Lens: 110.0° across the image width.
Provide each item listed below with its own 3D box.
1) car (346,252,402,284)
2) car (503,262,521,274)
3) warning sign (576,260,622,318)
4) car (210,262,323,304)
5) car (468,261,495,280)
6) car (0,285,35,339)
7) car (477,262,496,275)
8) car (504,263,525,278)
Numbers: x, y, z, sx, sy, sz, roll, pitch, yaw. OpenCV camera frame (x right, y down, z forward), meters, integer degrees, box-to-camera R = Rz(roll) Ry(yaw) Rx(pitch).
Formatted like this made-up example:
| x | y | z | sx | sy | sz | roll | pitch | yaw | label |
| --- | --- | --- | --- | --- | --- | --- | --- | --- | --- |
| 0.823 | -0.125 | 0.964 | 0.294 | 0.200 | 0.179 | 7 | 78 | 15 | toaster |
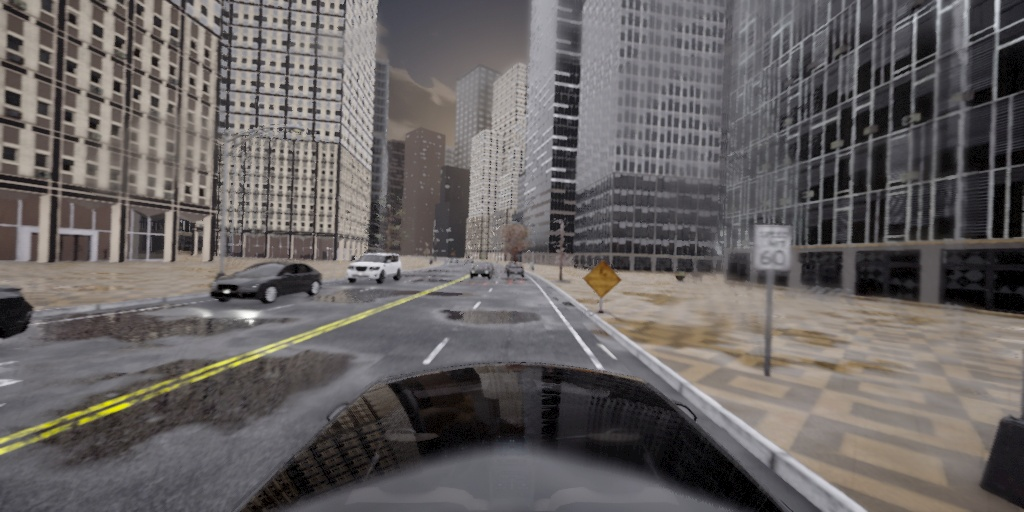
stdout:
| x | y | z | sx | sy | sz | roll | pitch | yaw | label |
| --- | --- | --- | --- | --- | --- | --- | --- | --- | --- |
| -9.479 | 0.781 | 25.289 | 2.150 | 2.045 | 5.566 | 2 | 0 | 1 | car |
| -0.060 | 1.631 | 50.258 | 2.033 | 1.411 | 5.357 | 2 | 0 | -4 | car |
| 2.985 | 1.058 | 12.105 | 1.300 | 1.860 | 1.060 | 0 | 0 | 1 | warning sign |
| -9.651 | 0.982 | 14.615 | 1.837 | 1.490 | 4.892 | 2 | 0 | 1 | car |
| -2.836 | 1.477 | 33.925 | 1.895 | 1.301 | 4.718 | 2 | 0 | 0 | car |
| -9.787 | 0.902 | 4.461 | 1.837 | 1.490 | 4.892 | 2 | 0 | 3 | car |
| -3.130 | 1.483 | 44.963 | 2.033 | 1.411 | 5.357 | 2 | 0 | -2 | car |
| 0.355 | 1.525 | 39.381 | 2.128 | 1.511 | 4.902 | 2 | 0 | -1 | car |
